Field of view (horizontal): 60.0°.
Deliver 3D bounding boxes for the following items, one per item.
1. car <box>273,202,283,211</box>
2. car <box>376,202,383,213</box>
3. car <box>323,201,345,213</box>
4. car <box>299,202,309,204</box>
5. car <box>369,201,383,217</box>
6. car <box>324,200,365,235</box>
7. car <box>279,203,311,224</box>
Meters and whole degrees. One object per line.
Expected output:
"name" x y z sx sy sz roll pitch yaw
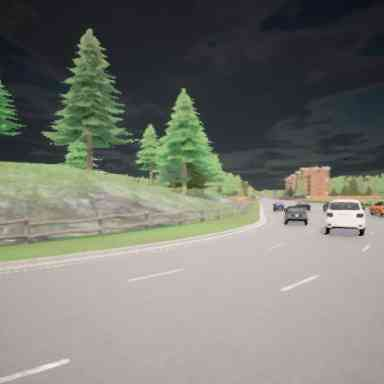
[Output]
"car" 14.128 2.376 53.769 1.812 1.442 4.674 -1 -1 12
"car" 26.556 2.066 44.719 1.812 1.442 4.674 -1 -1 12
"car" 19.837 2.133 46.799 1.882 1.535 5.008 -1 -1 12
"car" 17.285 2.255 51.761 1.882 1.535 5.008 -1 -1 12
"car" 21.306 1.803 36.764 2.097 1.767 4.553 -1 -1 12
"car" 9.743 1.514 21.231 2.150 2.045 5.566 0 -1 25
"car" 9.033 1.997 29.188 2.033 1.411 5.357 -1 -1 14
